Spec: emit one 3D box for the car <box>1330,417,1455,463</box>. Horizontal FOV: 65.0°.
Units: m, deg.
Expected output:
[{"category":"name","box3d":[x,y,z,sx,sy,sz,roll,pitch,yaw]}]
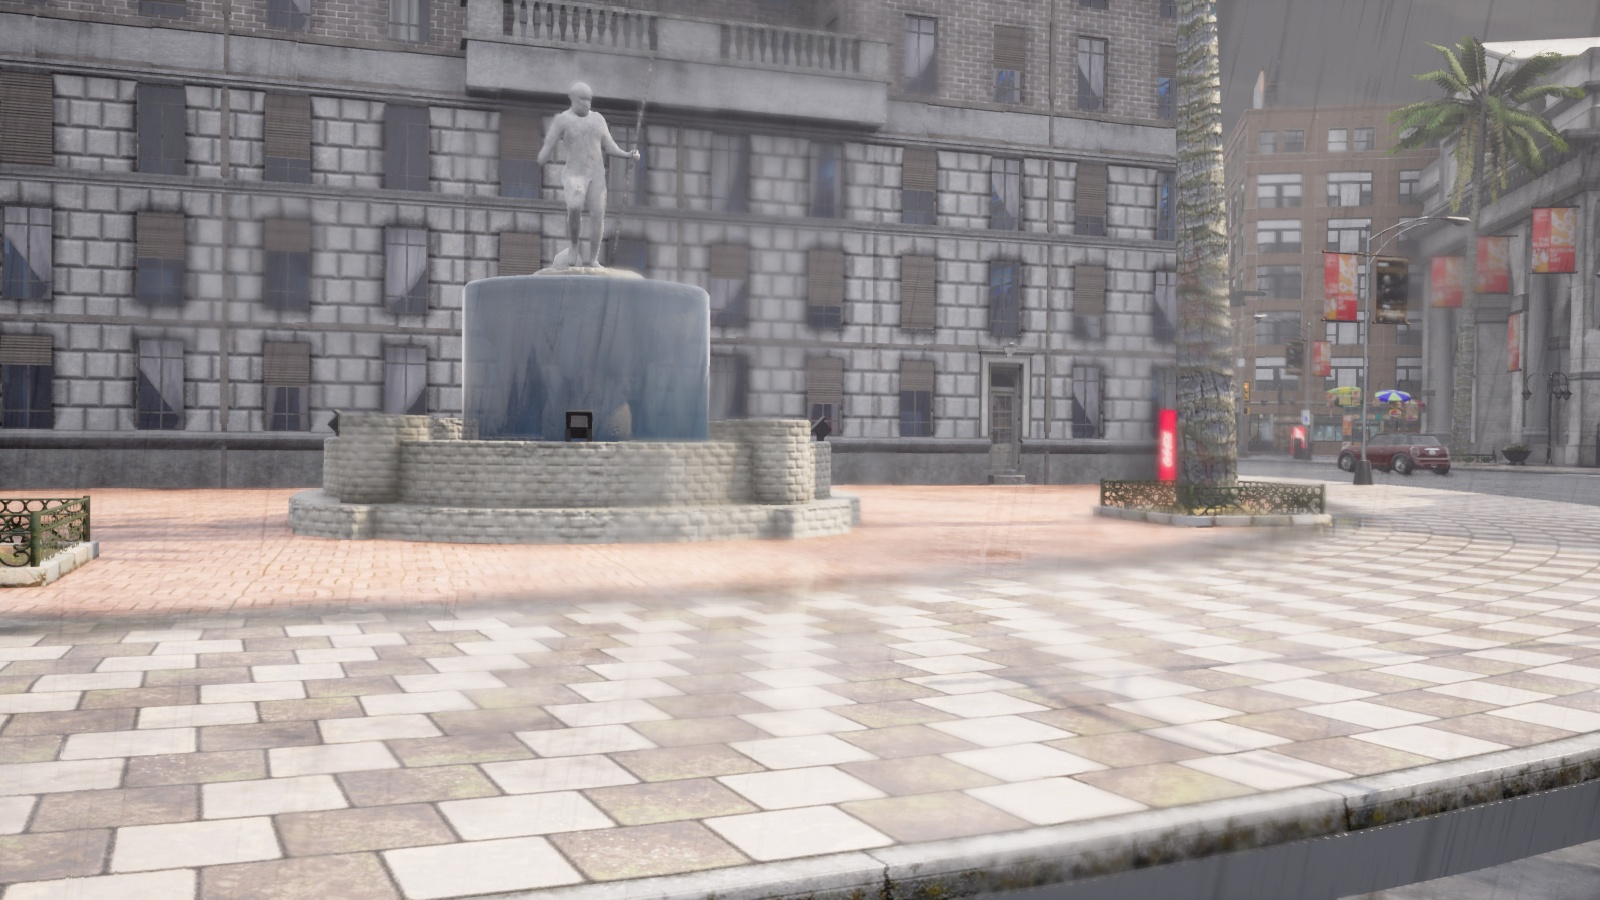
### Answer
[{"category":"car","box3d":[24.136,-0.440,51.380,2.097,1.767,4.553,-1,1,-17]}]
